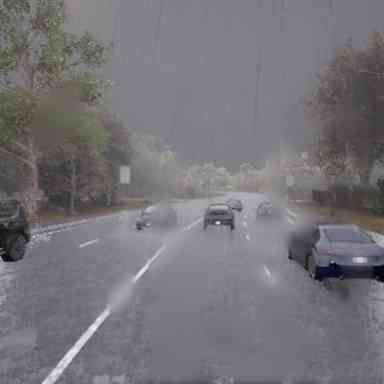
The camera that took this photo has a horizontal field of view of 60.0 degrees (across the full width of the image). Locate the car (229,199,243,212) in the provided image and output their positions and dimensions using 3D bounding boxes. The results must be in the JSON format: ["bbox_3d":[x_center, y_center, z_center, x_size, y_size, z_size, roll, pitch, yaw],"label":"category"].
[{"bbox_3d":[4.932,1.544,39.325,1.994,1.385,4.181,0,0,11],"label":"car"}]

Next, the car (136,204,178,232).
[{"bbox_3d":[-2.023,1.509,20.433,1.812,1.442,4.674,0,0,8],"label":"car"}]

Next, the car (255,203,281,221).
[{"bbox_3d":[6.177,1.558,26.985,2.033,1.411,5.357,0,0,9],"label":"car"}]

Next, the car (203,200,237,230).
[{"bbox_3d":[1.805,1.502,21.278,1.837,1.490,4.892,0,0,8],"label":"car"}]

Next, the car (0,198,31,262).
[{"bbox_3d":[-6.698,1.196,9.100,2.150,2.045,5.566,0,0,4],"label":"car"}]

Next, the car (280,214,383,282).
[{"bbox_3d":[4.099,1.573,9.839,1.994,1.385,4.181,0,0,4],"label":"car"}]
